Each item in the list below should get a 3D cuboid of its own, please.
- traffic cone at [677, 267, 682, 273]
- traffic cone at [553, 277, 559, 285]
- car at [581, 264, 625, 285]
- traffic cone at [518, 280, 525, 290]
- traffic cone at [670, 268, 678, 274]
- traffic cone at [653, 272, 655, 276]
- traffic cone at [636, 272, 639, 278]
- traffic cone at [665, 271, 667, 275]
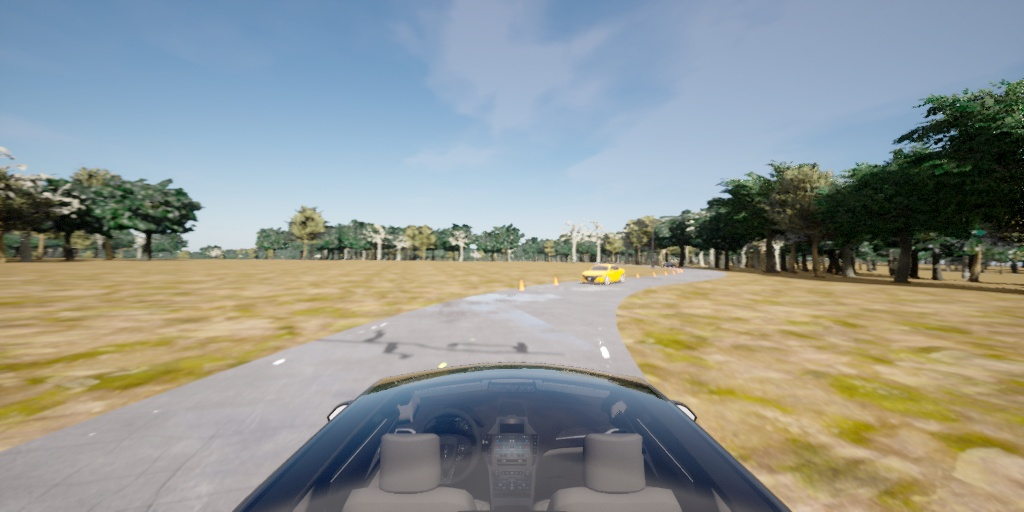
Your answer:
[{"bbox_3d":[24.816,2.285,53.501,0.340,0.580,0.340,0,0,30],"label":"traffic cone"},{"bbox_3d":[3.202,1.801,26.247,0.340,0.580,0.340,0,0,33],"label":"traffic cone"},{"bbox_3d":[7.066,1.370,27.628,1.882,1.535,5.008,0,-1,37],"label":"car"},{"bbox_3d":[0.571,1.747,21.639,0.340,0.580,0.340,0,0,26],"label":"traffic cone"},{"bbox_3d":[22.243,2.216,49.380,0.340,0.580,0.340,0,0,33],"label":"traffic cone"},{"bbox_3d":[16.473,2.074,41.567,0.340,0.580,0.340,0,0,39],"label":"traffic cone"},{"bbox_3d":[13.290,2.002,37.896,0.340,0.580,0.340,0,0,42],"label":"traffic cone"},{"bbox_3d":[19.460,2.145,45.398,0.340,0.580,0.340,0,0,36],"label":"traffic cone"}]
